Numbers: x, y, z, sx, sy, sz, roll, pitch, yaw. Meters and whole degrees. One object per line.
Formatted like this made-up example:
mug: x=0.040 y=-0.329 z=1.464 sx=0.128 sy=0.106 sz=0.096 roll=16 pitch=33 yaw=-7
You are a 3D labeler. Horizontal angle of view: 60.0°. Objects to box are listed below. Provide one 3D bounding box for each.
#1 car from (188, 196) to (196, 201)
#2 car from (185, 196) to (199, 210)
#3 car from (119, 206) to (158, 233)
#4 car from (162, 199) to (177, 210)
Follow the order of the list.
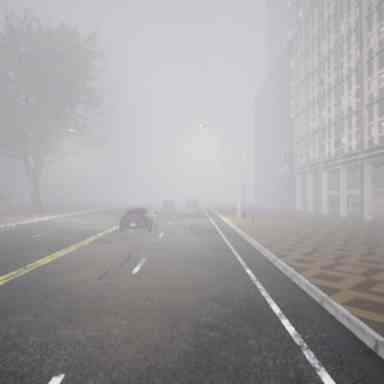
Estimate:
car: x=-0.024 y=1.675 z=85.334 sx=1.895 sy=1.301 sz=4.718 roll=0 pitch=-1 yaw=0
car: x=-0.012 y=1.487 z=43.392 sx=2.128 sy=1.511 sz=4.902 roll=0 pitch=0 yaw=0
car: x=-3.156 y=1.579 z=20.065 sx=1.812 sy=1.442 sz=4.674 roll=0 pitch=0 yaw=0
car: x=-3.163 y=1.719 z=46.058 sx=2.033 sy=1.411 sz=5.357 roll=0 pitch=0 yaw=0
